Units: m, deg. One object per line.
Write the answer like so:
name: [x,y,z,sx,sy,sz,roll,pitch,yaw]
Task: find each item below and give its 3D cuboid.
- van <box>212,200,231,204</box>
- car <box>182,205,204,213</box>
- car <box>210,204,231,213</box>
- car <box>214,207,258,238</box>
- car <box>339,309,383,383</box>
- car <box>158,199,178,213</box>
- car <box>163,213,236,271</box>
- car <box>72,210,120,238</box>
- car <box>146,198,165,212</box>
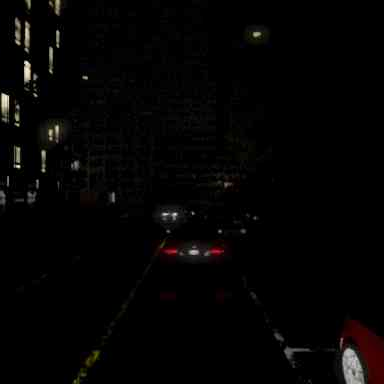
van: [2.577,1.646,29.883,1.690,1.788,3.998,0,-1,0]
car: [0.098,1.886,31.670,1.994,1.385,4.181,0,-1,0]
car: [2.575,1.794,24.335,1.887,1.381,4.507,0,-1,0]
car: [2.573,1.744,18.790,2.008,1.369,4.403,0,-1,0]
car: [2.567,1.568,2.155,1.887,1.381,4.507,0,-1,0]
car: [-2.828,1.989,43.800,2.033,1.411,5.357,0,-1,0]
car: [0.070,1.665,11.291,2.033,1.411,5.357,0,-1,0]
car: [-5.307,1.738,18.796,1.887,1.381,4.507,0,-1,0]
car: [-5.297,1.909,46.521,1.967,1.590,4.097,0,-1,0]
